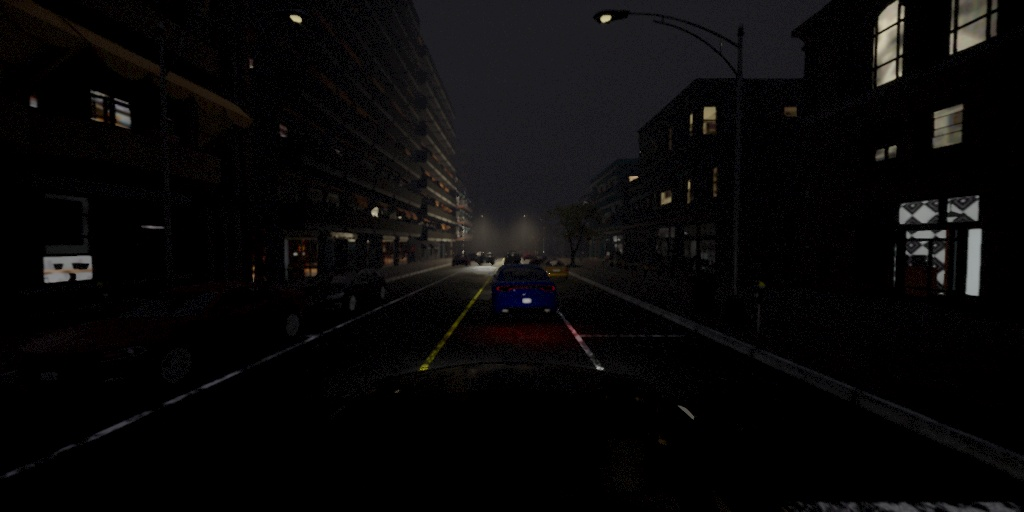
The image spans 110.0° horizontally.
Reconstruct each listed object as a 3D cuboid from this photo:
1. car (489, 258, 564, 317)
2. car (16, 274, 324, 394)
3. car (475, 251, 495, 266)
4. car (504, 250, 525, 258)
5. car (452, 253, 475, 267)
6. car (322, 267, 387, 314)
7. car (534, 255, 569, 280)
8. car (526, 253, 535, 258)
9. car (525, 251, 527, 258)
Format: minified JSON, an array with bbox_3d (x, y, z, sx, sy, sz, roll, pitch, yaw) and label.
[{"bbox_3d":[0.263,0.998,12.140,1.882,1.535,5.008,0,1,-3],"label":"car"},{"bbox_3d":[-5.692,1.186,6.673,1.888,1.381,4.507,0,0,0],"label":"car"},{"bbox_3d":[-3.061,0.333,43.293,2.128,1.511,4.902,0,1,0],"label":"car"},{"bbox_3d":[0.095,0.365,41.724,2.128,1.511,4.902,0,1,0],"label":"car"},{"bbox_3d":[-5.697,0.441,40.730,1.888,1.381,4.507,0,0,0],"label":"car"},{"bbox_3d":[-5.693,1.067,12.350,2.007,1.370,4.403,0,0,0],"label":"car"},{"bbox_3d":[2.686,0.793,23.844,1.751,1.417,4.829,0,0,0],"label":"car"},{"bbox_3d":[2.684,0.565,35.026,1.888,1.381,4.507,0,0,0],"label":"car"},{"bbox_3d":[2.682,0.107,57.730,1.802,1.307,4.207,0,0,0],"label":"car"}]
